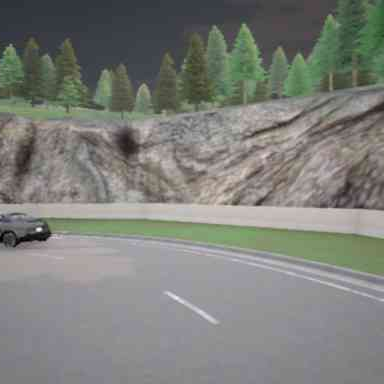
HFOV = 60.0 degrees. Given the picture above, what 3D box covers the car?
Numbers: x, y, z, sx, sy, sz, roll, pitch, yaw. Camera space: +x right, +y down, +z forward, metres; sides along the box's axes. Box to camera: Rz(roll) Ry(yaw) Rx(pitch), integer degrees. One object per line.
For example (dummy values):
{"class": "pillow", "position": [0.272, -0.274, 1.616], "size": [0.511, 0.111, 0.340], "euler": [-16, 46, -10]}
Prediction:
{"class": "car", "position": [-8.440, 1.596, 14.835], "size": [4.181, 1.385, 1.994], "euler": [-1, 0, 18]}
